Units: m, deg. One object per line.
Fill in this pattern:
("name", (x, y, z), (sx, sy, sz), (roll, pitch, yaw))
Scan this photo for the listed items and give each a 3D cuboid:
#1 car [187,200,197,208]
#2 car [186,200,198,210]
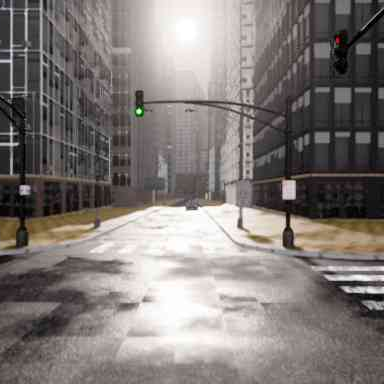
("car", (-0.057, 2.194, 62.174), (1.812, 1.442, 4.674), (0, -1, 0))
("car", (-0.048, 2.156, 52.186), (1.895, 1.301, 4.718), (0, -1, 0))
